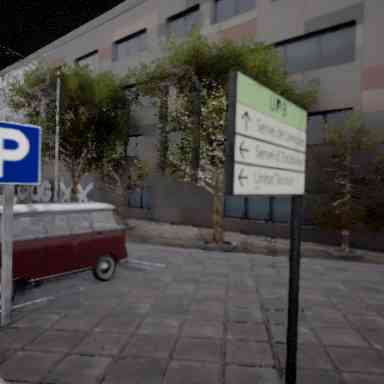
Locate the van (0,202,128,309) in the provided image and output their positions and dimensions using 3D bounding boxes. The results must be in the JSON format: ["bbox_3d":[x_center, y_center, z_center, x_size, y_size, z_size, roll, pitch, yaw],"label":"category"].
[{"bbox_3d":[-3.482,1.267,7.942,1.878,1.987,4.442,-1,-1,36],"label":"van"}]
